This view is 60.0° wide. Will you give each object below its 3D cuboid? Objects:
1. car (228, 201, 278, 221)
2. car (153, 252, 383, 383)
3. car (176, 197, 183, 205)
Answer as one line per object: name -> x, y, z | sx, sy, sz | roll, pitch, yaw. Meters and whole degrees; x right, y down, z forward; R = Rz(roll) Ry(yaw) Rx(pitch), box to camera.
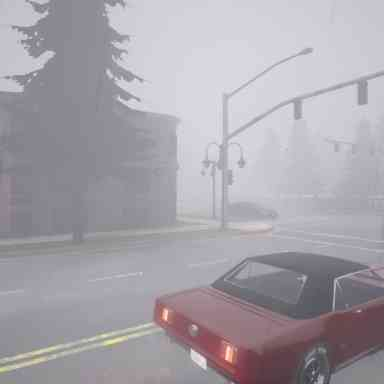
car -> 5.012, 1.505, 27.893 | 1.837, 1.490, 4.892 | 0, 0, -33
car -> 1.919, 1.601, 5.001 | 4.718, 1.301, 1.895 | 0, 0, -34
car -> -3.374, 1.526, 60.065 | 1.812, 1.442, 4.674 | 0, 0, -33
